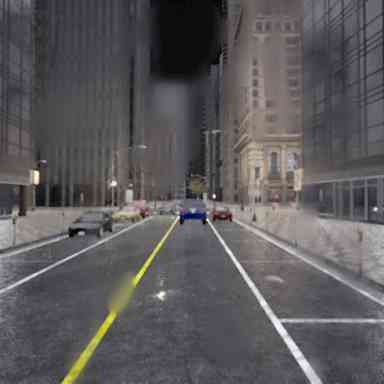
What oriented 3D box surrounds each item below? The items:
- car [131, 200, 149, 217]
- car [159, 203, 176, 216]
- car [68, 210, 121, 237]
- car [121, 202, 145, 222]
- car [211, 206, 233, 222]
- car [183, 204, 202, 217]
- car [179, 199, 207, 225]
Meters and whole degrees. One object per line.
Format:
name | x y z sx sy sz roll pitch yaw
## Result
car | -5.827 1.839 36.145 2.192 1.841 5.009 0 -1 0
car | -2.988 2.116 41.409 1.837 1.490 4.892 0 -1 0
car | -5.839 1.836 19.765 1.947 1.339 4.313 1 -1 0
car | -5.832 1.959 30.512 1.752 1.417 4.829 0 -1 0
car | 2.693 1.981 30.674 1.887 1.381 4.507 0 -1 0
car | 0.065 2.117 38.968 2.033 1.411 5.357 0 -1 1
car | 0.084 1.620 28.256 2.150 2.045 5.566 0 -1 0
